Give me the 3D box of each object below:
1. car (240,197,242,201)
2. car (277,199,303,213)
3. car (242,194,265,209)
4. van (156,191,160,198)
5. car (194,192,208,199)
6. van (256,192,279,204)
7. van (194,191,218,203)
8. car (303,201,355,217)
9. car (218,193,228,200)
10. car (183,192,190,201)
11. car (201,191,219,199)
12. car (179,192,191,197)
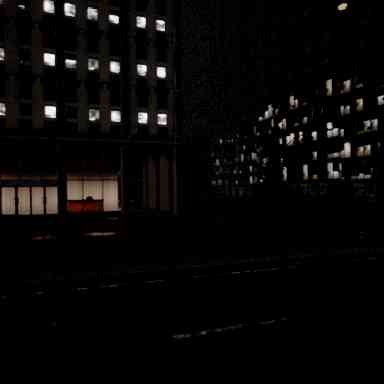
[{"bbox_3d":[10.132,1.057,59.020,1.802,1.307,4.206,0,1,-21],"label":"car"},{"bbox_3d":[10.271,1.397,34.756,1.802,1.307,4.206,0,1,-21],"label":"car"},{"bbox_3d":[8.306,1.330,40.088,1.947,1.339,4.313,0,1,-21],"label":"car"},{"bbox_3d":[-7.800,0.687,82.605,1.690,1.788,3.998,0,1,-21],"label":"van"},{"bbox_3d":[2.053,0.704,80.269,1.967,1.590,4.097,0,1,-21],"label":"car"},{"bbox_3d":[12.150,0.868,53.705,1.690,1.788,3.998,0,1,-21],"label":"van"},{"bbox_3d":[2.298,0.951,56.041,1.690,1.788,3.998,0,1,-21],"label":"van"},{"bbox_3d":[12.274,1.432,29.435,1.947,1.339,4.313,0,1,-21],"label":"car"},{"bbox_3d":[6.093,0.952,69.646,1.802,1.307,4.206,0,1,-21],"label":"car"},{"bbox_3d":[-1.741,1.055,66.669,2.008,1.369,4.403,0,1,-21],"label":"car"},{"bbox_3d":[4.072,0.632,74.955,2.192,1.841,5.009,0,1,-21],"label":"car"},{"bbox_3d":[-1.986,0.709,90.896,2.008,1.369,4.403,0,1,-21],"label":"car"}]
